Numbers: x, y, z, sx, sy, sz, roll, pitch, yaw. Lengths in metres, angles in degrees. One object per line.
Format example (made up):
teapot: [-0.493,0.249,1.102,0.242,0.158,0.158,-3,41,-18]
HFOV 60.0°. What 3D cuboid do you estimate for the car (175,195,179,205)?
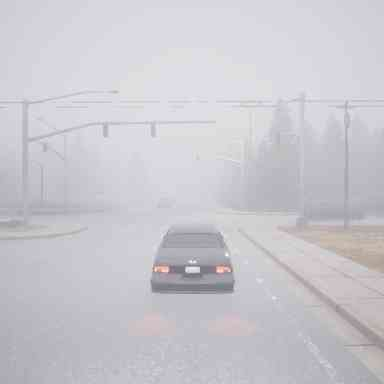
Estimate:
car: [-3.687,1.490,55.051,2.128,1.511,4.902,0,0,0]

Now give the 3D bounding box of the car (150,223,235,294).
car: [0.031,1.545,8.940,2.033,1.411,5.357,0,0,0]

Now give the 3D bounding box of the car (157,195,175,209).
car: [-3.693,1.505,45.065,1.837,1.490,4.892,0,0,0]

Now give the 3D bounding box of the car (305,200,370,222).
car: [10.853,1.552,25.882,4.674,1.442,1.812,0,0,0]

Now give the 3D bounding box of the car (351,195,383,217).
car: [15.536,1.248,29.592,5.566,2.045,2.150,0,0,1]
